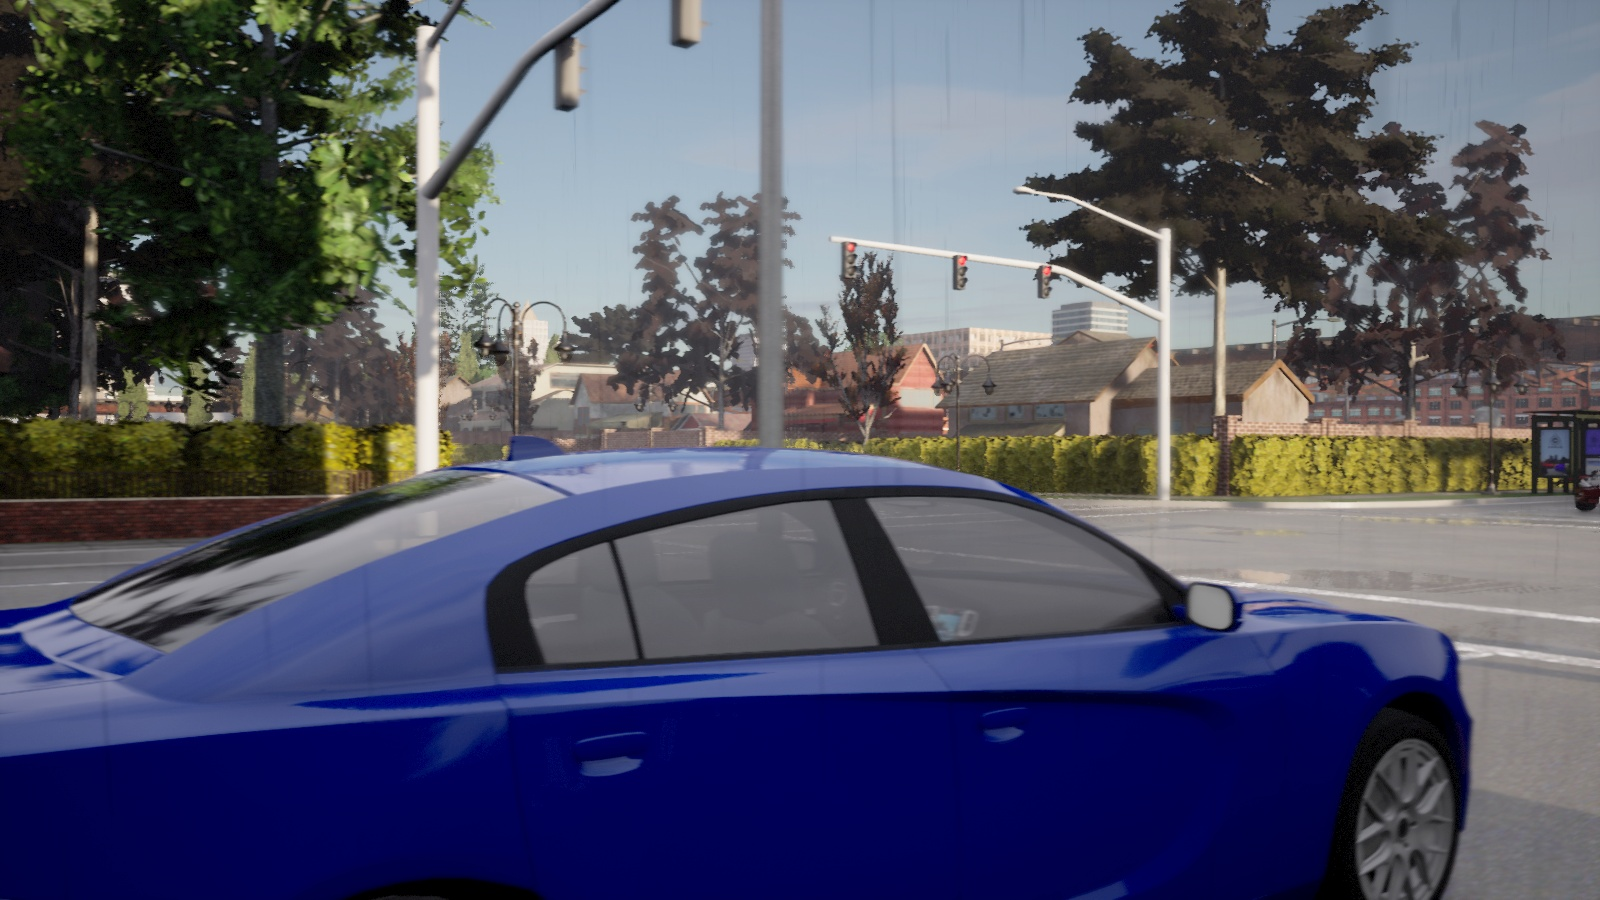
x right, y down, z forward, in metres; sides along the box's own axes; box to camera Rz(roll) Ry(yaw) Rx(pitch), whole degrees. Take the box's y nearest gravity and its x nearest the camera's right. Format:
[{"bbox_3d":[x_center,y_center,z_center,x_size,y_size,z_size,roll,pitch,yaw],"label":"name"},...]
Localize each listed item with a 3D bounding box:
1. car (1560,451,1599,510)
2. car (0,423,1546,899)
[{"bbox_3d":[22.453,0.779,33.323,4.792,1.488,2.163,0,0,-35],"label":"car"},{"bbox_3d":[-0.062,0.731,3.616,5.008,1.535,1.882,0,0,-35],"label":"car"}]
